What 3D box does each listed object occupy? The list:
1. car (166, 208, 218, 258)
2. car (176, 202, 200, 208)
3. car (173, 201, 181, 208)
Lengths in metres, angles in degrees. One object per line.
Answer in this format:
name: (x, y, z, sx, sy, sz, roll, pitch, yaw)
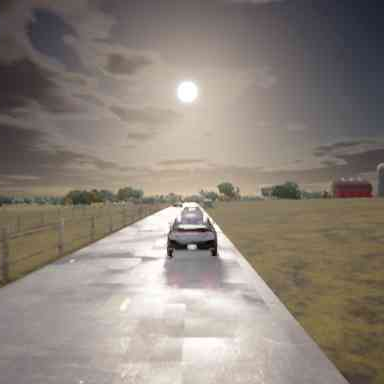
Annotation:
car: (0.019, 1.641, 13.503, 2.128, 1.511, 4.902, 0, 0, 0)
car: (0.007, 1.854, 27.533, 2.033, 1.411, 5.357, 0, -1, 0)
car: (-2.766, 2.456, 65.700, 2.033, 1.411, 5.357, 0, -1, 0)
